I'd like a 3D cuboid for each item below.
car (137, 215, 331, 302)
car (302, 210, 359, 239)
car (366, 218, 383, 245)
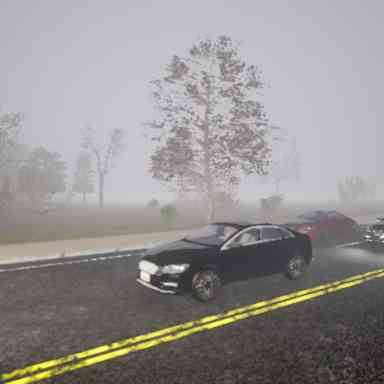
[{"bbox_3d":[1.027,1.499,8.356,4.902,1.511,2.128,0,0,-35],"label":"car"},{"bbox_3d":[6.081,1.566,15.819,4.181,1.385,1.994,0,0,-35],"label":"car"},{"bbox_3d":[9.356,1.497,14.247,4.892,1.490,1.837,0,0,-35],"label":"car"}]
